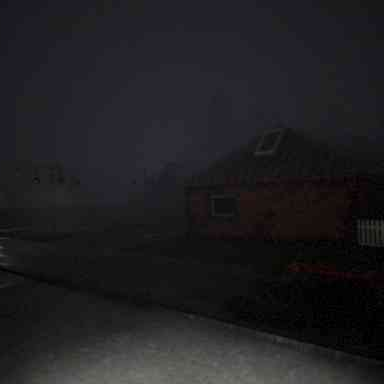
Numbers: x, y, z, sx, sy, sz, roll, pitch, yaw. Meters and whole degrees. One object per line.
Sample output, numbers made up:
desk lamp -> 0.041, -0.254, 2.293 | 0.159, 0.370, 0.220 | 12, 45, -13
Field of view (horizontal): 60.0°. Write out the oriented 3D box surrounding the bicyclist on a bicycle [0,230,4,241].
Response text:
bicyclist on a bicycle -> -10.597, 1.855, 17.186 | 0.582, 1.620, 1.656 | -2, 0, 38
